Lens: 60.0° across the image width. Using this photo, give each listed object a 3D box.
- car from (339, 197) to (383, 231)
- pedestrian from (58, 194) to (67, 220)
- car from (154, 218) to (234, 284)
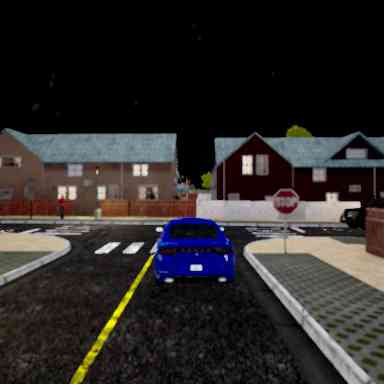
[{"bbox_3d":[12.175,1.346,20.567,5.566,2.045,2.150,1,0,1],"label":"car"},{"bbox_3d":[-9.365,1.049,23.974,0.375,1.860,0.375,0,0,1],"label":"pedestrian"},{"bbox_3d":[-0.030,1.475,9.604,1.882,1.535,5.008,0,0,-3],"label":"car"}]
